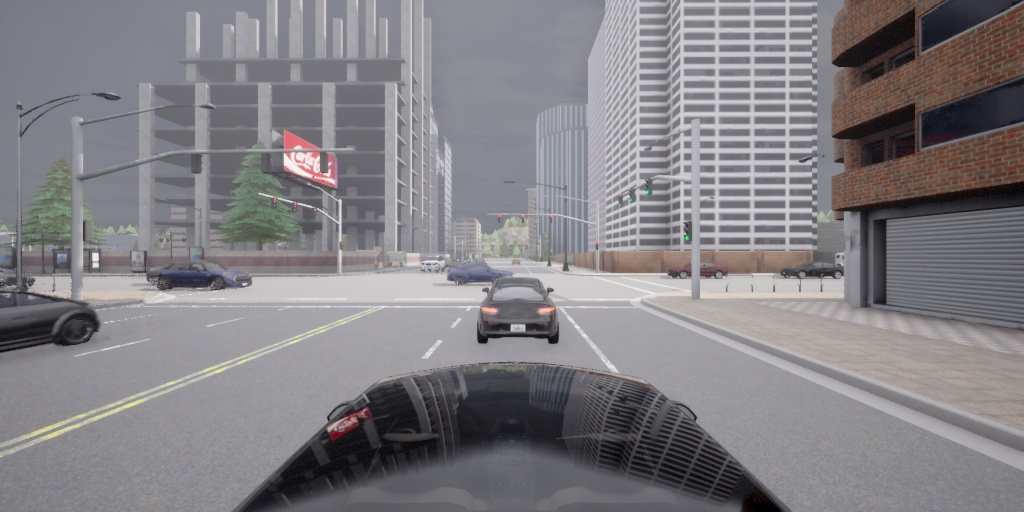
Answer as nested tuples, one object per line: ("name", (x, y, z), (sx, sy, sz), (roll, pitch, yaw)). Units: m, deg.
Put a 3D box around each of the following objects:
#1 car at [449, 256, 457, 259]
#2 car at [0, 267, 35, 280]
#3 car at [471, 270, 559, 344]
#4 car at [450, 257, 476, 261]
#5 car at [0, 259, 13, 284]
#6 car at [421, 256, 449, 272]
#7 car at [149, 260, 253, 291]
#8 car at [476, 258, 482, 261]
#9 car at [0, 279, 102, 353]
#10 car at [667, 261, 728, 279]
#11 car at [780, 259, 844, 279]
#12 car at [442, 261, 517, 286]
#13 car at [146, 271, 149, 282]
("car", (-9.970, 1.102, 55.669), (2.097, 1.767, 4.553), (0, 0, 1))
("car", (-31.567, 1.314, 21.515), (4.181, 1.385, 1.994), (0, 0, 0))
("car", (0.157, 1.276, 9.484), (1.812, 1.442, 4.674), (0, 0, 1))
("car", (-6.565, 1.241, 48.554), (2.128, 1.511, 4.902), (0, 0, 1))
("car", (-38.582, 1.101, 25.064), (4.553, 1.767, 2.097), (0, 0, 0))
("car", (-10.084, 0.971, 46.199), (2.150, 2.045, 5.566), (0, 0, 1))
("car", (-18.219, 1.101, 21.431), (4.553, 1.767, 2.097), (0, 0, 0))
("car", (-6.444, 1.314, 58.524), (1.994, 1.385, 4.181), (0, 0, 0))
("car", (-10.604, 1.314, 6.592), (1.994, 1.385, 4.181), (0, 0, 0))
("car", (16.460, 1.227, 31.905), (5.008, 1.535, 1.882), (0, 0, 0))
("car", (26.653, 1.227, 31.829), (5.008, 1.535, 1.882), (0, 0, 0))
("car", (-2.169, 1.275, 24.826), (4.674, 1.442, 1.812), (0, 0, 0))
("car", (-22.498, 1.254, 25.003), (4.892, 1.490, 1.837), (0, 0, -1))
